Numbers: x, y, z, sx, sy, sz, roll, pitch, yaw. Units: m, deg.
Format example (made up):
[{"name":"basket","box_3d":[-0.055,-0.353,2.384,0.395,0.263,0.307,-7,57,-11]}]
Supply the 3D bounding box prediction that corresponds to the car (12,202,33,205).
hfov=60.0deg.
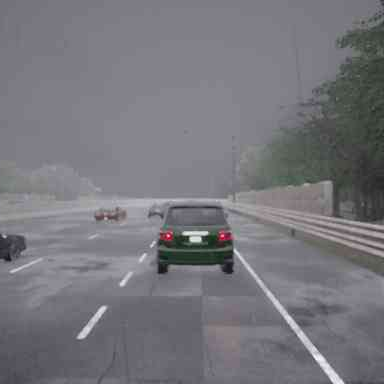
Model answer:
[{"name":"car","box_3d":[-28.087,2.359,56.658,1.994,1.385,4.181,0,-1,0]}]

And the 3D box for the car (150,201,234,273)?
[{"name":"car","box_3d":[0.091,1.313,11.129,2.150,2.045,5.566,0,0,0]}]

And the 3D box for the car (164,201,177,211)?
[{"name":"car","box_3d":[-3.560,2.239,54.964,1.837,1.490,4.892,0,-1,0]}]

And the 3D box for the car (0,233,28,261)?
[{"name":"car","box_3d":[-6.907,1.633,9.646,2.033,1.411,5.357,0,0,0]}]

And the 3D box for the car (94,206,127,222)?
[{"name":"car","box_3d":[-6.930,1.863,28.918,1.895,1.301,4.718,0,-1,0]}]

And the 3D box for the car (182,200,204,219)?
[{"name":"car","box_3d":[0.064,1.675,33.734,2.097,1.767,4.553,0,-1,0]}]

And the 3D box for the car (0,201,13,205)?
[{"name":"car","box_3d":[-31.579,2.298,56.509,1.837,1.490,4.892,0,-1,0]}]

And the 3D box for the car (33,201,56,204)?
[{"name":"car","box_3d":[-24.597,2.291,56.868,2.128,1.511,4.902,0,-1,1]}]
